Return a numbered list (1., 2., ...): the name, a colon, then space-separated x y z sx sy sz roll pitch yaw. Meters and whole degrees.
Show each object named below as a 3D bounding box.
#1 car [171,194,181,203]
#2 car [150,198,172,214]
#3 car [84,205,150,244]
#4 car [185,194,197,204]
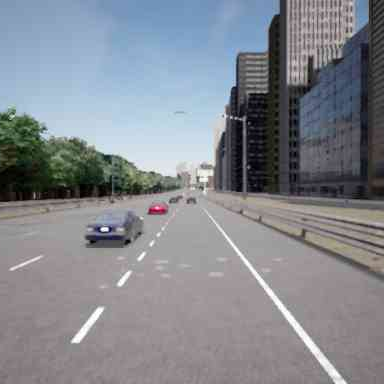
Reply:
1. car: -3.753 1.586 70.431 1.837 1.490 4.892 0 0 0
2. car: -3.566 1.592 35.886 1.994 1.385 4.181 0 0 0
3. car: -3.512 1.555 15.860 2.033 1.411 5.357 0 0 0
4. car: -0.134 1.582 67.271 1.837 1.490 4.892 0 -1 0
